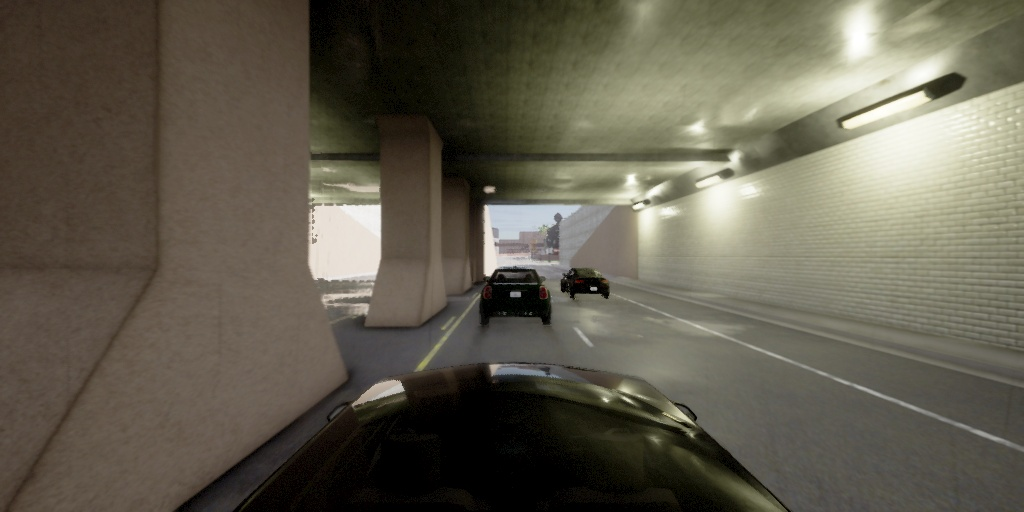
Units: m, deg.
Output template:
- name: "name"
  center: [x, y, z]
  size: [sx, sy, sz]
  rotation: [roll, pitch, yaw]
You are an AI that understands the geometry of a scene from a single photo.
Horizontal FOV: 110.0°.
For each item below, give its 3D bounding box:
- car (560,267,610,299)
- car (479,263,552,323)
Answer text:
- name: "car"
  center: [3.587, 1.276, 18.076]
  size: [1.812, 1.442, 4.674]
  rotation: [0, 0, 0]
- name: "car"
  center: [0.100, 1.102, 12.190]
  size: [2.097, 1.767, 4.553]
  rotation: [0, 0, 0]
